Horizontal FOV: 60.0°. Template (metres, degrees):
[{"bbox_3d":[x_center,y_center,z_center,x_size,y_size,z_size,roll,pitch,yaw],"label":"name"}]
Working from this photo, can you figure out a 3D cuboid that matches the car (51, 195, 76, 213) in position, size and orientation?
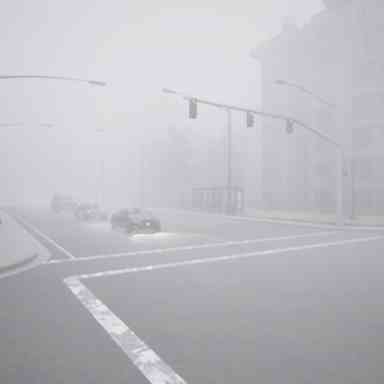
[{"bbox_3d":[-15.049,1.358,38.980,2.150,2.045,5.566,0,0,-32],"label":"car"}]

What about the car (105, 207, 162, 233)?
[{"bbox_3d":[-3.497,1.638,20.314,1.994,1.385,4.181,0,0,-32],"label":"car"}]

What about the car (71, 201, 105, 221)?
[{"bbox_3d":[-8.736,1.703,28.760,1.895,1.301,4.718,0,0,-32],"label":"car"}]
